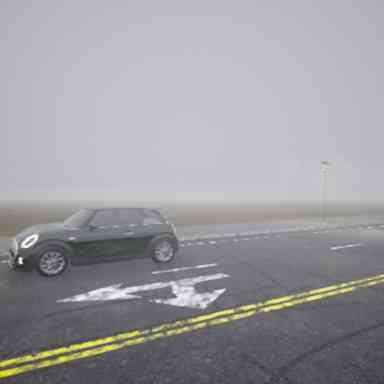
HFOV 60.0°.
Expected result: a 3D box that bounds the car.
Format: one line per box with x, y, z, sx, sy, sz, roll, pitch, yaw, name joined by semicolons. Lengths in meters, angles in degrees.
-2.698;1.172;9.627;4.553;1.767;2.097;0;1;-31;car
